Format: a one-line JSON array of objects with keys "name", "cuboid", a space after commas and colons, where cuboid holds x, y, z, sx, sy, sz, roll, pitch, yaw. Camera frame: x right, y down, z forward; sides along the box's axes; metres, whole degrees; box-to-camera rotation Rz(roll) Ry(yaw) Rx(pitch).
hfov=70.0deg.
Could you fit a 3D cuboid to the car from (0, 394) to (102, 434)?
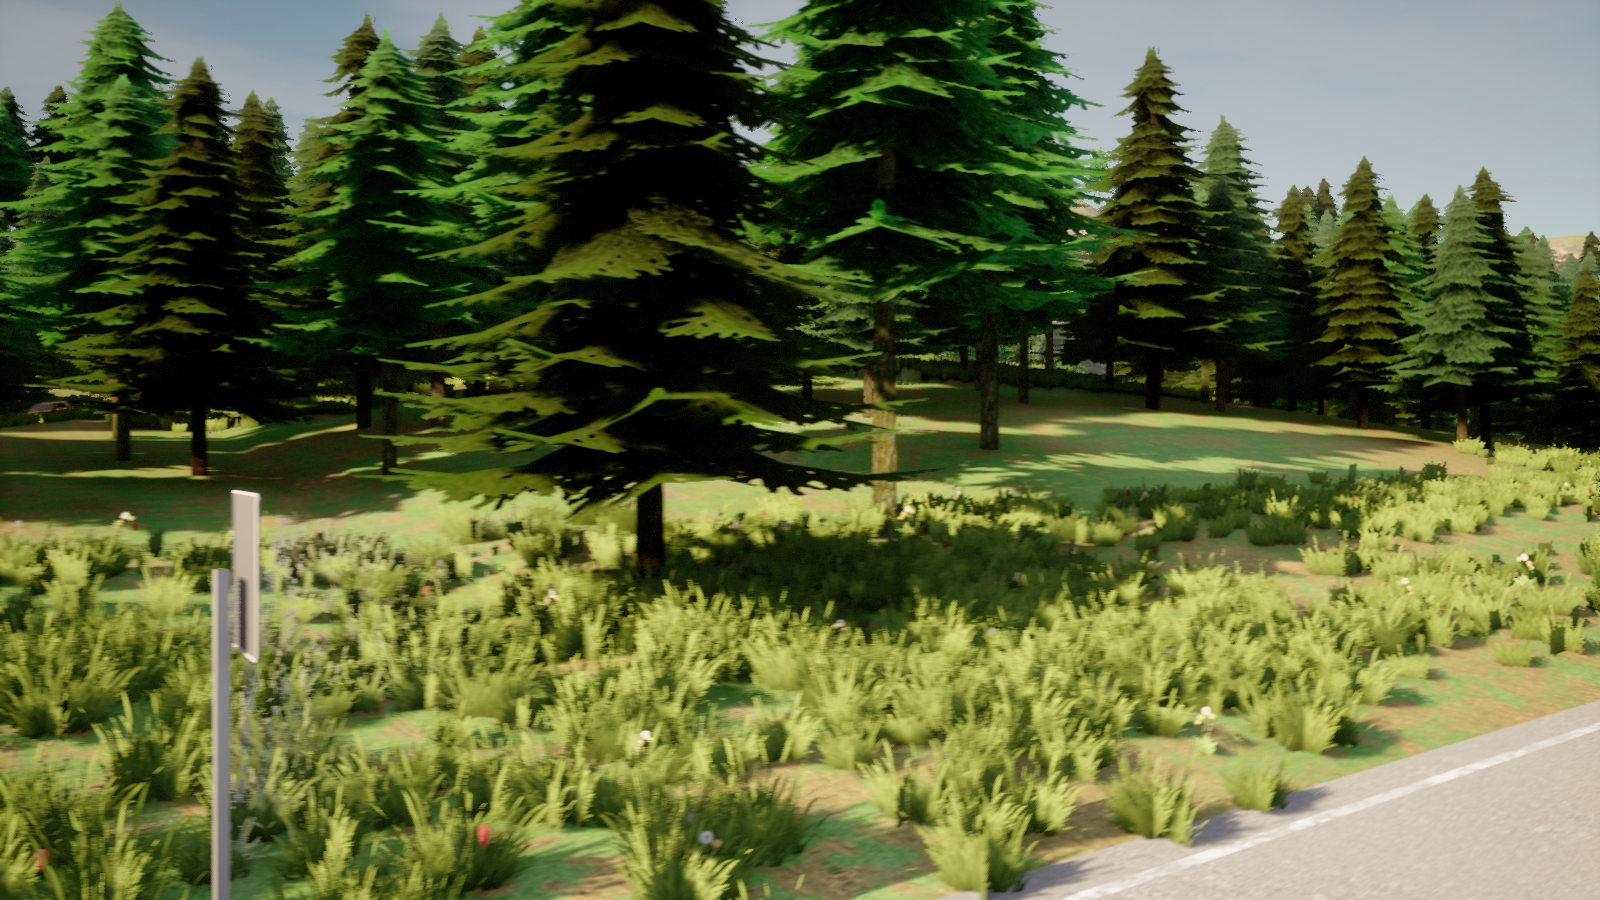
[{"name": "car", "cuboid": [-41.350, -1.970, 62.916, 4.553, 1.767, 2.097, -5, 0, 7]}]
